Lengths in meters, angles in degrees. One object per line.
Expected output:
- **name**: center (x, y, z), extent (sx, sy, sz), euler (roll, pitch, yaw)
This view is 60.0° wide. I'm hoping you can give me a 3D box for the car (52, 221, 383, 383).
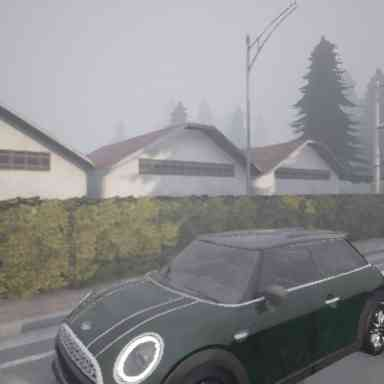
- **car**: center (0.641, 1.344, 4.426), extent (4.553, 1.767, 2.097), euler (0, 0, -35)
